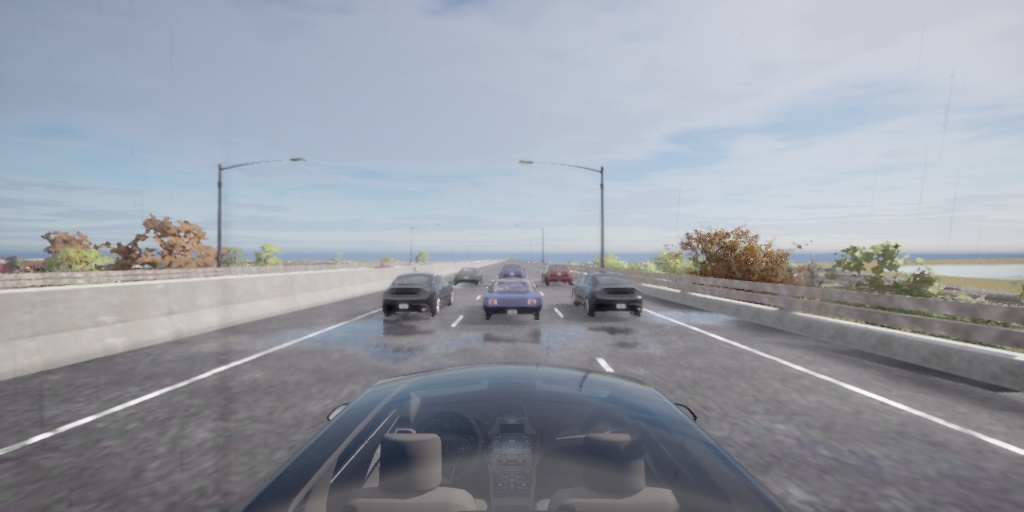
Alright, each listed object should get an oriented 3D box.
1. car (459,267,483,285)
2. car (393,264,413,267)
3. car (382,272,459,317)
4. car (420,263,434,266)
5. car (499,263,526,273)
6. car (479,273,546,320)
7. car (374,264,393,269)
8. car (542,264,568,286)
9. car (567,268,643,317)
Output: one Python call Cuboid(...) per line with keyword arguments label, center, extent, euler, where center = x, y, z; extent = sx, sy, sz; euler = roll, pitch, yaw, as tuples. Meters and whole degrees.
Cuboid(label="car", center=(-3.453, 1.600, 29.171), extent=(1.994, 1.385, 4.181), euler=(0, 0, 1))
Cuboid(label="car", center=(-17.535, 1.943, 59.331), extent=(1.895, 1.301, 4.718), euler=(0, -1, 1))
Cuboid(label="car", center=(-3.455, 1.384, 13.925), extent=(1.837, 1.490, 4.892), euler=(0, 0, 1))
Cuboid(label="car", center=(-14.046, 1.835, 59.599), extent=(2.128, 1.511, 4.902), euler=(0, 0, 1))
Cuboid(label="car", center=(0.044, 1.383, 28.792), extent=(2.097, 1.767, 4.553), euler=(0, -1, 1))
Cuboid(label="car", center=(0.038, 1.471, 13.280), extent=(1.895, 1.301, 4.718), euler=(0, -1, 1))
Cuboid(label="car", center=(-21.029, 1.941, 59.158), extent=(1.895, 1.301, 4.718), euler=(0, -1, 1))
Cuboid(label="car", center=(3.544, 1.383, 28.792), extent=(2.097, 1.767, 4.553), euler=(0, -1, 1))
Cuboid(label="car", center=(3.545, 1.384, 13.963), extent=(1.837, 1.490, 4.892), euler=(0, 0, 1))
